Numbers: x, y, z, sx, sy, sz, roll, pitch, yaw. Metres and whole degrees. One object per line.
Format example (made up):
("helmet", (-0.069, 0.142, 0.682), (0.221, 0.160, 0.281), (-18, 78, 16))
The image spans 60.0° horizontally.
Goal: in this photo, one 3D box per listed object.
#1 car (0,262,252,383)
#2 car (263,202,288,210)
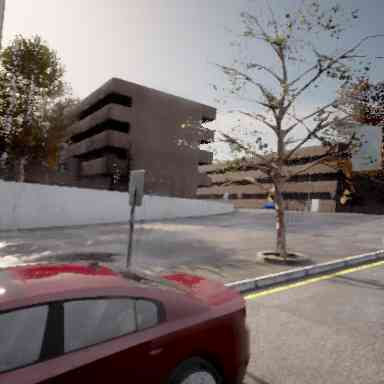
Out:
("car", (-1.685, 1.478, 2.915), (5.008, 1.535, 1.882), (0, 0, -36))
("car", (13.571, 2.450, 54.008), (1.882, 1.535, 5.008), (6, -4, -24))
